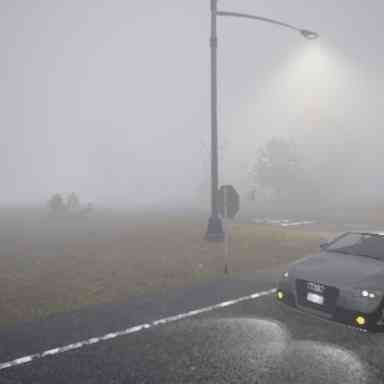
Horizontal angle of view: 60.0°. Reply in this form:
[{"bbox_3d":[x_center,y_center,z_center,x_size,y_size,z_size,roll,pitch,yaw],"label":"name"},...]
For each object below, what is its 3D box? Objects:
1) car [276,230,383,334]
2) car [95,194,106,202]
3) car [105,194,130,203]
[{"bbox_3d":[3.576,1.472,6.440,4.181,1.385,1.994,-1,1,-36],"label":"car"},{"bbox_3d":[-16.112,1.122,61.121,2.033,1.411,5.357,-1,1,-34],"label":"car"},{"bbox_3d":[-12.102,1.137,55.219,2.033,1.411,5.357,-1,1,-33],"label":"car"}]
